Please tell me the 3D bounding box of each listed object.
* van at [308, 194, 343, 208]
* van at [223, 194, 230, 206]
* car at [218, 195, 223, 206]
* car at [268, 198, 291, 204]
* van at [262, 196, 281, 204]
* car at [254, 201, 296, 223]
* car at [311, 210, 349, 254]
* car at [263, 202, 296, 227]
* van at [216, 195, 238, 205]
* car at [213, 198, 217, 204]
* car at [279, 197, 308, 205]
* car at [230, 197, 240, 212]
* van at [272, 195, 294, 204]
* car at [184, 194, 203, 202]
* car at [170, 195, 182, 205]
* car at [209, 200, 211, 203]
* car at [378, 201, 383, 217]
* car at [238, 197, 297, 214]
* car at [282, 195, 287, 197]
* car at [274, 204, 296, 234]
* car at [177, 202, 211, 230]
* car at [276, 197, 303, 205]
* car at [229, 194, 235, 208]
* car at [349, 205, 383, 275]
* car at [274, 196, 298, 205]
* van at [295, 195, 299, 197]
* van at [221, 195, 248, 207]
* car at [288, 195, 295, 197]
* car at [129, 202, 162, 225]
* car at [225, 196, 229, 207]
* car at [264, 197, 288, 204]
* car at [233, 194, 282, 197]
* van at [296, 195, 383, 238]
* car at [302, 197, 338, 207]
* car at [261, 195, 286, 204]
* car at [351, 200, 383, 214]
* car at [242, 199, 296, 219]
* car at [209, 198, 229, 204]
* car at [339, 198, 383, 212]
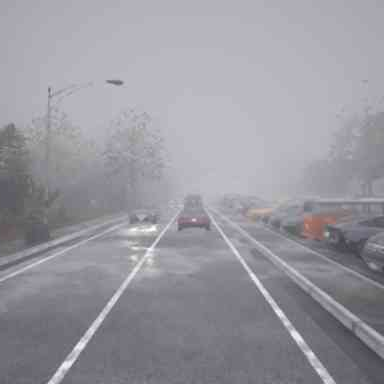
[{"bbox_3d":[20.149,1.336,50.314,4.442,1.987,1.878,0,-1,0],"label":"van"},{"bbox_3d":[7.055,1.334,47.623,4.442,1.987,1.878,0,0,0],"label":"van"},{"bbox_3d":[7.214,1.314,50.398,5.566,2.045,2.435,0,0,0],"label":"car"},{"bbox_3d":[20.401,2.051,77.858,4.892,1.521,2.231,0,-1,0],"label":"car"},{"bbox_3d":[20.568,2.003,86.288,4.442,1.987,1.878,0,-1,0],"label":"van"},{"bbox_3d":[7.014,1.534,22.636,4.792,1.488,2.163,0,0,0],"label":"car"},{"bbox_3d":[7.016,1.510,11.531,4.792,1.488,2.163,0,0,0],"label":"car"},{"bbox_3d":[7.000,1.528,19.860,4.792,1.488,2.163,0,0,0],"label":"car"},{"bbox_3d":[7.402,1.680,69.812,4.442,1.987,1.878,0,-1,0],"label":"van"},{"bbox_3d":[7.277,1.855,67.032,5.008,1.535,2.097,0,-1,0],"label":"car"},{"bbox_3d":[20.345,1.847,66.778,5.008,1.535,2.097,0,-1,0],"label":"car"},{"bbox_3d":[6.915,1.526,33.742,5.366,1.575,1.946,0,0,0],"label":"car"},{"bbox_3d":[20.509,1.774,75.091,4.442,1.987,1.878,0,-1,0],"label":"van"},{"bbox_3d":[0.189,1.284,41.183,2.150,2.045,5.566,0,-1,0],"label":"car"},{"bbox_3d":[-3.076,1.558,65.011,2.150,2.045,5.566,0,-1,1],"label":"car"},{"bbox_3d":[7.300,1.807,78.140,5.566,2.045,2.435,0,-1,0],"label":"car"},{"bbox_3d":[20.168,1.559,30.914,4.674,1.452,2.002,0,0,0],"label":"car"},{"bbox_3d":[7.080,1.524,30.965,4.892,1.521,2.231,0,0,0],"label":"car"},{"bbox_3d":[20.330,1.798,64.008,4.892,1.521,2.231,0,-1,0],"label":"car"},{"bbox_3d":[6.986,1.522,17.084,4.792,1.488,2.163,0,0,0],"label":"car"},{"bbox_3d":[0.126,1.570,21.047,1.994,1.385,4.181,0,0,0],"label":"car"},{"bbox_3d":[20.360,1.900,69.674,5.008,1.535,2.097,0,-1,0],"label":"car"},{"bbox_3d":[7.097,1.416,39.293,4.553,1.767,2.185,0,0,0],"label":"car"},{"bbox_3d":[7.003,1.351,8.758,4.553,1.767,2.185,0,0,0],"label":"car"},{"bbox_3d":[20.347,1.823,72.321,4.553,1.767,2.185,0,-1,0],"label":"car"},{"bbox_3d":[20.176,1.419,55.705,4.442,1.987,1.878,0,-1,0],"label":"van"},{"bbox_3d":[7.098,1.426,55.934,4.442,1.987,1.878,0,-1,0],"label":"van"},{"bbox_3d":[20.123,1.693,58.469,5.366,1.575,1.946,0,-1,0],"label":"car"},{"bbox_3d":[-3.314,1.501,24.239,2.128,1.511,4.902,0,0,0],"label":"car"},{"bbox_3d":[7.137,1.547,42.069,5.008,1.535,2.097,0,0,0],"label":"car"},{"bbox_3d":[20.236,2.099,80.626,5.366,1.575,1.946,0,-1,0],"label":"car"},{"bbox_3d":[7.083,1.410,36.517,4.553,1.767,2.185,0,0,0],"label":"car"},{"bbox_3d":[7.117,1.261,14.308,4.442,1.987,1.878,0,0,0],"label":"van"},{"bbox_3d":[20.284,1.594,52.931,5.008,1.535,2.097,0,-1,0],"label":"car"},{"bbox_3d":[20.463,1.908,83.398,5.566,2.045,2.435,0,-1,0],"label":"car"},{"bbox_3d":[20.191,1.571,36.329,4.674,1.452,2.002,0,0,0],"label":"car"},{"bbox_3d":[6.872,1.508,25.413,5.366,1.575,1.946,0,0,0],"label":"car"},{"bbox_3d":[7.200,2.307,89.222,5.366,1.575,1.946,0,-1,0],"label":"car"},{"bbox_3d":[20.202,1.537,39.100,5.008,1.535,2.097,0,0,0],"label":"car"}]
